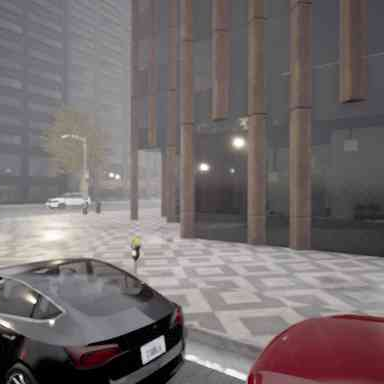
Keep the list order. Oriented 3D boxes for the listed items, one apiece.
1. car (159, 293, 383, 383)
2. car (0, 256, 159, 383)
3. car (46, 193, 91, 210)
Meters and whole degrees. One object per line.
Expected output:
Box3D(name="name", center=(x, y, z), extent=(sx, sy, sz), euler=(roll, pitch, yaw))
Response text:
Box3D(name="car", center=(2.520, 1.316, 1.160), extent=(5.009, 1.841, 2.192), euler=(0, 0, 36))
Box3D(name="car", center=(-2.062, 1.564, 4.443), extent=(4.313, 1.339, 1.947), euler=(0, 0, 36))
Box3D(name="car", center=(-15.530, 1.137, 42.149), extent=(2.150, 2.045, 5.566), euler=(0, 0, 35))
